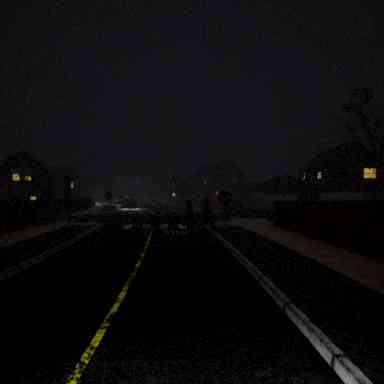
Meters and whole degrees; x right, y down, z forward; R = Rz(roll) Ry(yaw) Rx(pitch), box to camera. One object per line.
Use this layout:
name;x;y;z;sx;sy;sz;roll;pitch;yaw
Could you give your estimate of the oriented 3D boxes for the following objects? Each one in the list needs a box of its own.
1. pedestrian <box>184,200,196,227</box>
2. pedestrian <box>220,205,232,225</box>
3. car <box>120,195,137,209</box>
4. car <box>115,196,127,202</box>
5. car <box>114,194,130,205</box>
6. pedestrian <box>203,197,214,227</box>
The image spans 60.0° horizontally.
pedestrian;-0.151;1.293;20.949;0.375;1.860;0.375;-1;1;-6
pedestrian;2.089;1.139;20.563;0.375;1.860;0.375;-1;1;-6
car;-9.217;1.609;49.387;1.882;1.535;5.008;0;0;-14
car;-17.564;1.821;82.351;1.994;1.385;4.181;0;0;-24
car;-14.293;1.614;66.555;2.097;1.767;4.553;0;0;-18
pedestrian;0.939;1.137;19.847;0.375;1.860;0.375;-1;1;-6
